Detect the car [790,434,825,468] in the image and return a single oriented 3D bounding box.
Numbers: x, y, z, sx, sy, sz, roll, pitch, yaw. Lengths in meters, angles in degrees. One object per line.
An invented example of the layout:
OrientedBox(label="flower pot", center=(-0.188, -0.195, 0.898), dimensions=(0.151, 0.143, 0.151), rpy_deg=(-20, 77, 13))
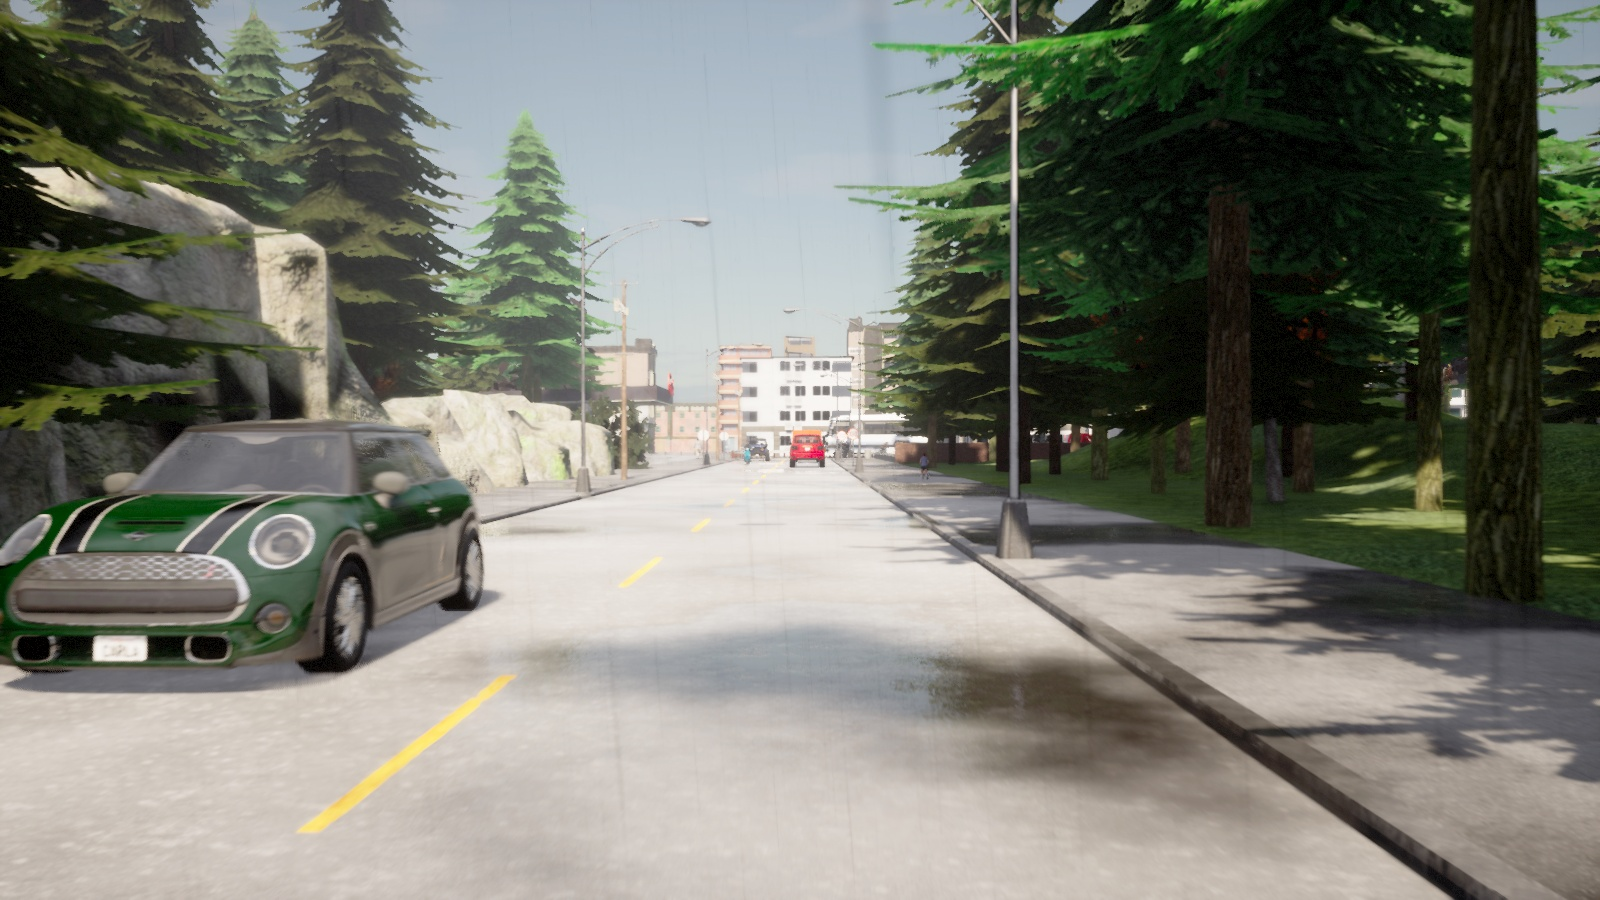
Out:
OrientedBox(label="car", center=(0.452, 0.023, 78.542), dimensions=(2.150, 2.045, 5.566), rpy_deg=(0, 0, 0))

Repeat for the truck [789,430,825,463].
OrientedBox(label="truck", center=(0.521, -0.273, 94.449), dimensions=(2.627, 2.467, 5.204), rpy_deg=(0, 0, 0))

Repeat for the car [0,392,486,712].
OrientedBox(label="car", center=(-3.932, 0.550, 9.224), dimensions=(2.097, 1.767, 4.553), rpy_deg=(0, 0, 0))
